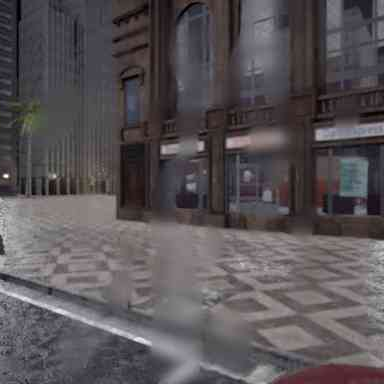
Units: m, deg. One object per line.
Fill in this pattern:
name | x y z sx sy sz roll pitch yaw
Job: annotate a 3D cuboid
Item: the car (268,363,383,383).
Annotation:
car | 2.217 1.583 1.384 4.206 1.307 1.802 0 0 35
